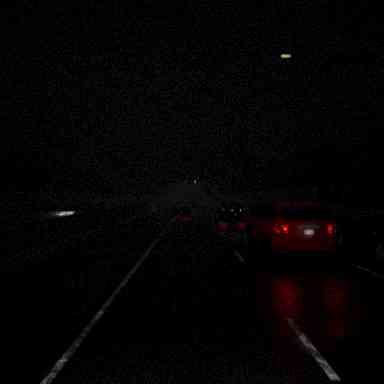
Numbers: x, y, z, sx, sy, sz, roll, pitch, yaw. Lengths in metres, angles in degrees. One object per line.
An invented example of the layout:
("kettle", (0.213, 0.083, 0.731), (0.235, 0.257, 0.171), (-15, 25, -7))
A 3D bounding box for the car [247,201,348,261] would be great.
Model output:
("car", (3.598, 1.352, 12.899), (2.150, 2.045, 5.566), (0, -1, 0))

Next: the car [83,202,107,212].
("car", (-14.082, 2.152, 49.682), (2.033, 1.411, 5.357), (0, -1, 0))

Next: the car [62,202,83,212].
("car", (-17.582, 2.200, 49.349), (1.895, 1.301, 4.718), (0, -1, 0))

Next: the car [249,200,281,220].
("car", (7.094, 1.707, 32.683), (2.097, 1.767, 4.553), (0, -1, 0))

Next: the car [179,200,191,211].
("car", (-1.059, 2.091, 51.483), (1.801, 1.575, 5.366), (0, -1, 0))

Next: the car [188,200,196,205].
("car", (-0.017, 2.785, 90.381), (1.994, 1.385, 4.181), (0, -1, 0))

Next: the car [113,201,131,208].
("car", (-10.582, 2.099, 50.666), (1.882, 1.535, 5.008), (0, -1, 0))

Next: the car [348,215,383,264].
("car", (7.098, 1.629, 12.303), (1.837, 1.490, 4.892), (0, -1, 0))

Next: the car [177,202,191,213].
("car", (-1.058, 2.061, 45.289), (1.812, 1.442, 4.674), (0, -1, 0))

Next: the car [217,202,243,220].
("car", (3.595, 1.697, 31.903), (2.097, 1.767, 4.553), (0, -1, 0))

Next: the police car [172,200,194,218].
("police car", (-1.056, 1.817, 35.393), (1.930, 1.638, 5.238), (0, -1, 0))

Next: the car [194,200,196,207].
("car", (-0.012, 2.380, 69.737), (2.033, 1.411, 5.357), (0, -1, 0))
